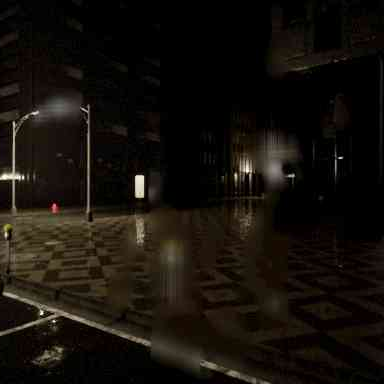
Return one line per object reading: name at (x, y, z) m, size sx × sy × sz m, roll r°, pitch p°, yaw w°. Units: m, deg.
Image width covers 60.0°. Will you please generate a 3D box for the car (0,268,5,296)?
car at (-5.824, 1.526, 7.043) m, size 4.829 × 1.417 × 1.752 m, roll 0°, pitch 0°, yaw 35°
